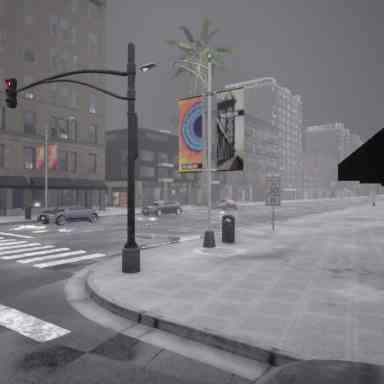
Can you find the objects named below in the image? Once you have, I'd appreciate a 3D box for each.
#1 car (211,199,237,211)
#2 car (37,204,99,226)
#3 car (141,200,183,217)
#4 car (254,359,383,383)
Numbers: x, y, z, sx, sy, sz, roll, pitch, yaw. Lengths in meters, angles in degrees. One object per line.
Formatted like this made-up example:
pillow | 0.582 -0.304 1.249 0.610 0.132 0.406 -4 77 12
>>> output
car | 4.107 1.585 42.165 1.812 1.442 4.674 0 0 35
car | -8.810 1.580 23.852 1.994 1.385 4.181 0 0 35
car | -2.853 1.539 32.307 1.837 1.490 4.892 0 0 35
car | 2.141 1.551 1.323 4.403 1.369 2.008 0 0 35
